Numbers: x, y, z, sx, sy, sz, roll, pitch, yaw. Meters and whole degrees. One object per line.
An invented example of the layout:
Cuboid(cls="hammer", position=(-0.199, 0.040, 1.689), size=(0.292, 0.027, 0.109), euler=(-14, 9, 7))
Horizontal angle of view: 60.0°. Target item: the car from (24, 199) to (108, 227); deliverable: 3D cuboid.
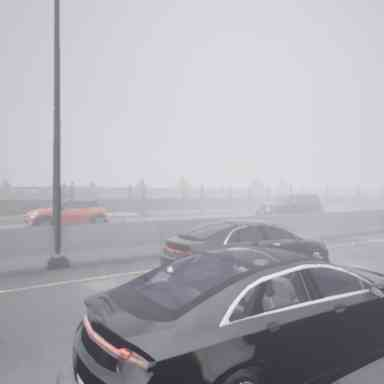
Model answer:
Cuboid(cls="car", position=(-7.460, 1.251, 19.828), size=(4.553, 1.767, 2.097), euler=(0, 0, -32))

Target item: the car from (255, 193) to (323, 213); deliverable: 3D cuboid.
Cuboid(cls="car", position=(7.276, 1.128, 24.645), size=(5.566, 2.045, 2.150), euler=(0, 0, -30))

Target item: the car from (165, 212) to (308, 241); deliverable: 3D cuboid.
Cuboid(cls="car", position=(1.538, 1.468, 8.710), size=(4.892, 1.490, 1.837), euler=(0, 0, -32))

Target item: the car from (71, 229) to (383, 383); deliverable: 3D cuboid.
Cuboid(cls="car", position=(1.060, 1.473, 4.255), size=(4.902, 1.511, 2.128), euler=(0, 0, -33))
